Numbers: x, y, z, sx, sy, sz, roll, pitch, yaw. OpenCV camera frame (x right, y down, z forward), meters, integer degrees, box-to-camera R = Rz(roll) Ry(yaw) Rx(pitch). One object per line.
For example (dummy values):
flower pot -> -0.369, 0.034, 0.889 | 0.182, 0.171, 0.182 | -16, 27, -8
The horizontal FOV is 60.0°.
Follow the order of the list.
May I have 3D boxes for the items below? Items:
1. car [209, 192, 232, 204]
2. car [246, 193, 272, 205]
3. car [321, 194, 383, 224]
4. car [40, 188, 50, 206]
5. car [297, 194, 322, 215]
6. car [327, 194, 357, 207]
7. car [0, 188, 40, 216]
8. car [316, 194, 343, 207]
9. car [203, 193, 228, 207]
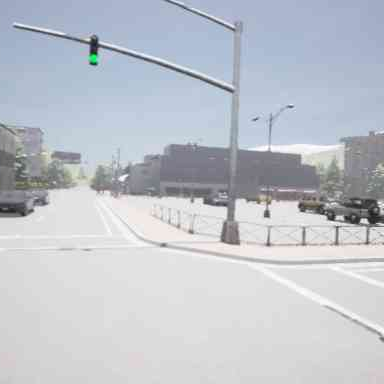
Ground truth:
car -> 4.048, 0.839, 47.786 | 1.970, 1.475, 3.806 | 2, 1, -18
car -> 10.059, 0.965, 50.056 | 2.152, 1.636, 5.027 | 2, 1, -18
car -> 11.655, 1.263, 24.050 | 1.905, 1.878, 3.866 | 2, 1, -18
car -> -14.315, 0.401, 30.790 | 2.128, 1.511, 4.902 | 2, 1, -18
car -> 12.380, 1.209, 32.546 | 1.932, 1.855, 4.605 | 2, 1, -18
car -> 24.874, 1.418, 55.250 | 1.932, 1.855, 4.605 | 2, 1, -18
car -> -11.256, 0.622, 21.128 | 1.882, 1.535, 5.008 | 2, 1, -18
car -> 22.236, 1.311, 53.968 | 1.905, 1.878, 3.866 | 2, 1, -18
car -> 2.712, 0.947, 39.956 | 2.007, 1.523, 4.514 | 2, 1, -18
